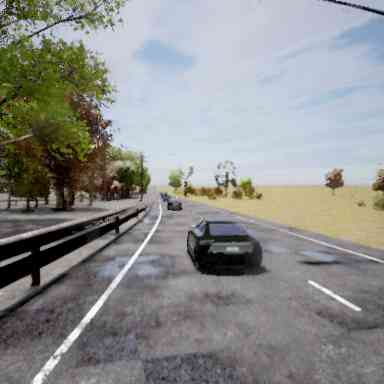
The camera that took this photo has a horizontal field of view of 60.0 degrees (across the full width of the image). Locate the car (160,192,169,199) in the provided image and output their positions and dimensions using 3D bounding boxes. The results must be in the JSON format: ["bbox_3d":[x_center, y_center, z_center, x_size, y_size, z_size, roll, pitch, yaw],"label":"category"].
[{"bbox_3d":[-5.673,1.410,77.335,2.097,1.767,4.553,0,0,-6],"label":"car"}]

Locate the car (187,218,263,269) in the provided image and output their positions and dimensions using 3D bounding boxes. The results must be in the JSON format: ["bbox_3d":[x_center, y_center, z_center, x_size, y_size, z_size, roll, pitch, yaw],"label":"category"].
[{"bbox_3d":[0.946,1.586,11.359,1.994,1.385,4.181,0,0,-6],"label":"car"}]

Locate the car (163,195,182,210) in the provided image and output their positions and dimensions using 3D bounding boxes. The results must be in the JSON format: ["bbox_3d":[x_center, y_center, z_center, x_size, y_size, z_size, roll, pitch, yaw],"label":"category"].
[{"bbox_3d":[-2.383,1.537,44.523,2.128,1.511,4.902,0,0,-6],"label":"car"}]
